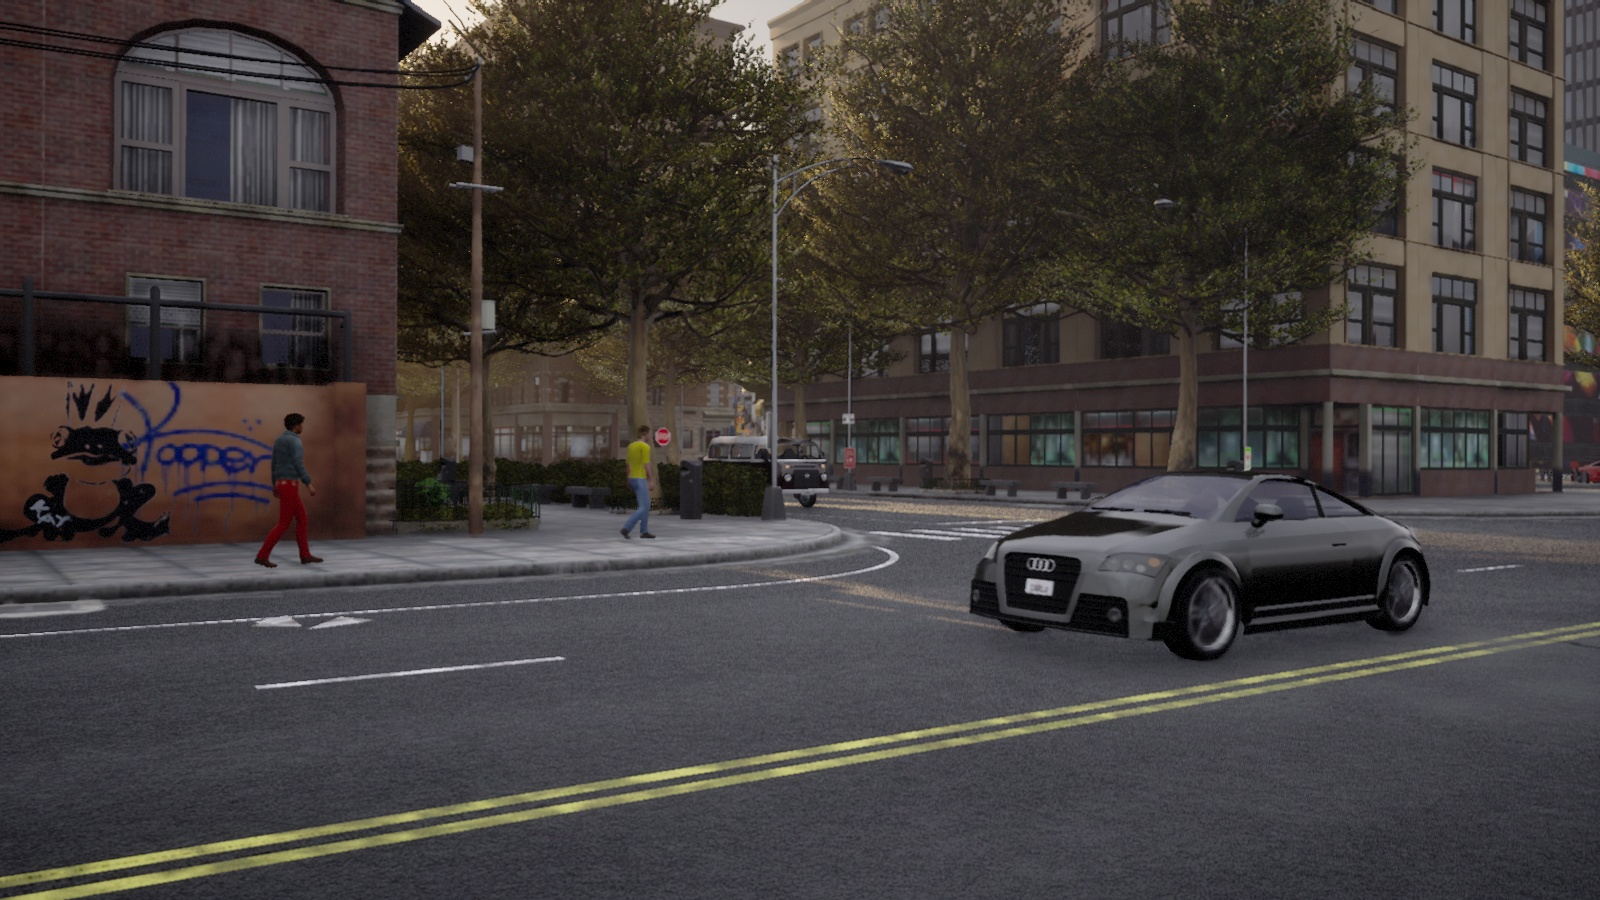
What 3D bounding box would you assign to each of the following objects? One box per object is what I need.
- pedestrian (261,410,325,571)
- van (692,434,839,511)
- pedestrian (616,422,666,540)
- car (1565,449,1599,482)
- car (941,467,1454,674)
[{"bbox_3d":[-5.954,0.465,14.747,0.614,1.847,0.353,0,0,-40],"label":"pedestrian"},{"bbox_3d":[-1.056,0.616,35.884,2.069,2.038,4.480,0,0,-35],"label":"van"},{"bbox_3d":[-2.501,0.482,19.791,0.706,1.836,0.354,0,0,-37],"label":"pedestrian"},{"bbox_3d":[42.849,0.808,65.440,2.242,1.667,4.611,0,0,-35],"label":"car"},{"bbox_3d":[3.440,0.855,10.620,4.181,1.385,1.994,0,0,-35],"label":"car"}]
